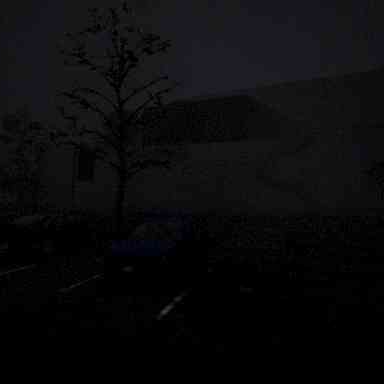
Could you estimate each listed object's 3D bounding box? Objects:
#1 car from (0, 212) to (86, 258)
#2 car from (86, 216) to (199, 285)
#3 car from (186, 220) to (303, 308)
[{"bbox_3d":[-5.576,1.618,13.495,2.231,1.521,4.892,-1,-1,17],"label":"car"},{"bbox_3d":[-0.776,1.544,10.041,2.097,1.535,5.008,0,-1,16],"label":"car"},{"bbox_3d":[1.633,1.512,8.318,2.097,1.535,5.008,0,-1,16],"label":"car"}]
